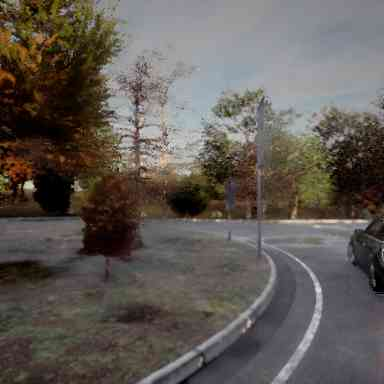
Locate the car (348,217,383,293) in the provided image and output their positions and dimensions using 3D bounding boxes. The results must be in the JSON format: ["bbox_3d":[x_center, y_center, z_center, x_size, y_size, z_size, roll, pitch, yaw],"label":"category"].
[{"bbox_3d":[5.623,1.431,8.902,2.097,1.767,4.553,0,-1,17],"label":"car"}]
